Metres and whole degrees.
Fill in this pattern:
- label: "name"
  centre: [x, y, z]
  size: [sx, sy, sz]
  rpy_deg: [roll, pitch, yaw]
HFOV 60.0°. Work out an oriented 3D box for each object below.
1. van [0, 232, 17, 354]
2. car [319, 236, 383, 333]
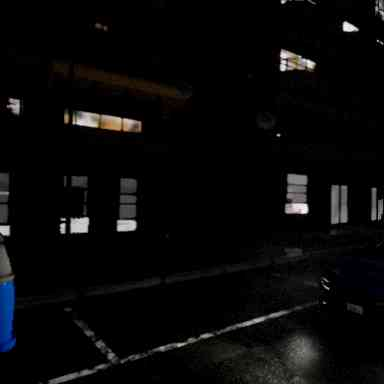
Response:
- label: "van"
  centre: [-4.109, 1.321, 3.634]
  size: [3.998, 1.788, 1.690]
  rpy_deg: [1, 1, -35]
- label: "car"
  centre: [4.542, 1.542, 6.561]
  size: [5.008, 1.535, 1.882]
  rpy_deg: [1, 0, -35]
